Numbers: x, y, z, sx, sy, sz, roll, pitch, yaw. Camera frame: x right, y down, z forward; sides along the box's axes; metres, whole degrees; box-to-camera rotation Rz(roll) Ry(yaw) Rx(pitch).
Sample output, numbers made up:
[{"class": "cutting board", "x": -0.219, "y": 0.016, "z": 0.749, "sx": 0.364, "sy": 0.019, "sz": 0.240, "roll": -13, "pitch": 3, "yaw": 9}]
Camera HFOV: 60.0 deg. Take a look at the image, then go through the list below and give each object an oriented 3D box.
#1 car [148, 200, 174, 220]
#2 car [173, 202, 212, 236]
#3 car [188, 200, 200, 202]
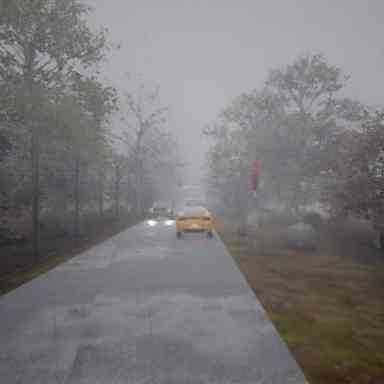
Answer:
[{"class": "car", "x": -2.767, "y": 1.584, "z": 30.992, "sx": 2.097, "sy": 1.767, "sz": 4.553, "roll": 0, "pitch": -1, "yaw": 0}, {"class": "car", "x": 0.132, "y": 1.575, "z": 19.222, "sx": 1.882, "sy": 1.535, "sz": 5.008, "roll": 0, "pitch": -1, "yaw": 0}, {"class": "car", "x": 0.224, "y": 1.689, "z": 39.726, "sx": 2.097, "sy": 1.767, "sz": 4.553, "roll": 0, "pitch": -1, "yaw": 0}]
